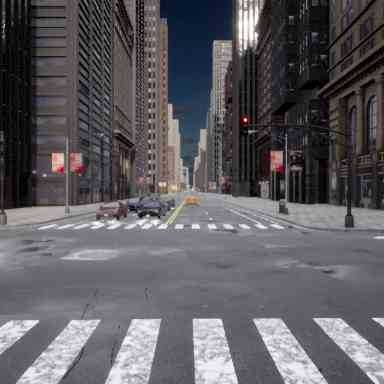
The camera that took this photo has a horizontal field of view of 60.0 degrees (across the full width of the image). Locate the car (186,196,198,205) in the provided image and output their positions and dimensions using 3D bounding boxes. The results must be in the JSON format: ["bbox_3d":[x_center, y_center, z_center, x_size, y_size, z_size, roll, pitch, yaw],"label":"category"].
[{"bbox_3d":[-0.019,1.430,55.807,1.882,1.535,5.008,0,0,0],"label":"car"}]

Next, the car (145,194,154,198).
[{"bbox_3d":[-6.693,1.470,47.332,1.837,1.490,4.892,0,0,0],"label":"car"}]

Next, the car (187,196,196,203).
[{"bbox_3d":[-0.050,1.521,70.043,1.895,1.301,4.718,0,0,0],"label":"car"}]

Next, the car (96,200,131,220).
[{"bbox_3d":[-6.653,1.510,27.984,1.812,1.442,4.674,0,0,0],"label":"car"}]

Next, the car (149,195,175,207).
[{"bbox_3d":[-3.424,1.466,39.160,2.128,1.511,4.902,0,0,0],"label":"car"}]

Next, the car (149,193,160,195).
[{"bbox_3d":[-6.677,1.170,57.782,2.150,2.045,5.566,0,0,1],"label":"car"}]

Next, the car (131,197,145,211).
[{"bbox_3d":[-6.673,1.577,37.092,1.895,1.301,4.718,0,0,0],"label":"car"}]

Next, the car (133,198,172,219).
[{"bbox_3d":[-3.381,1.531,29.420,2.033,1.411,5.357,0,0,4],"label":"car"}]

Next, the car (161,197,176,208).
[{"bbox_3d":[-3.452,1.510,49.712,2.033,1.411,5.357,0,0,0],"label":"car"}]
